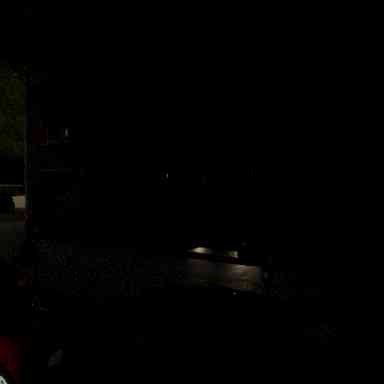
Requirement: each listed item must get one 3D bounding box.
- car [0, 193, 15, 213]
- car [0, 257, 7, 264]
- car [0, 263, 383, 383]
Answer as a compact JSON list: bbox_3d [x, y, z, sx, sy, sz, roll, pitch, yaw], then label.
[{"bbox_3d":[-20.517,1.122,32.796,2.150,2.045,5.566,0,0,35],"label":"car"},{"bbox_3d":[-4.567,1.582,6.058,4.206,1.307,1.802,0,0,35],"label":"car"},{"bbox_3d":[-0.069,1.545,2.861,4.507,1.381,1.887,0,0,35],"label":"car"}]
